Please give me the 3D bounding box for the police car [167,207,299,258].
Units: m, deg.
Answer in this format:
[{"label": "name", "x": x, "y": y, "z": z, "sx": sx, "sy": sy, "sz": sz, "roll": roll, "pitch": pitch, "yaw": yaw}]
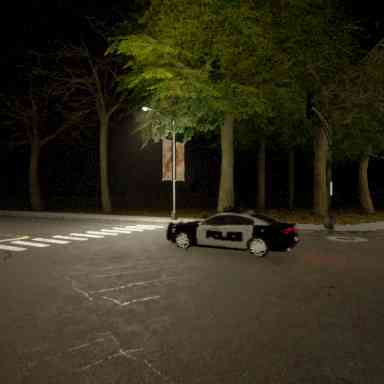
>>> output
[{"label": "police car", "x": 1.408, "y": 1.431, "z": 12.862, "sx": 5.238, "sy": 1.638, "sz": 1.930, "roll": 0, "pitch": 0, "yaw": 31}]
